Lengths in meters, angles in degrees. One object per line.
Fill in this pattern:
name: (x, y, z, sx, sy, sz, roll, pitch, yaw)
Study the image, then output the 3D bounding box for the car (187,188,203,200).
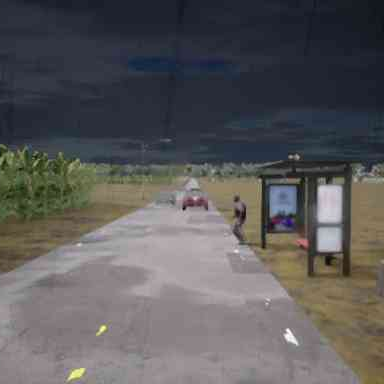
car: (0.431, 0.172, 45.952, 2.128, 1.511, 4.902, 0, 2, 1)

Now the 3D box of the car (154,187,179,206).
car: (-2.589, 0.538, 33.398, 1.837, 1.490, 4.892, 0, 2, 1)

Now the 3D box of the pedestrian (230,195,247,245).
pedestrian: (1.643, 0.946, 11.690, 0.375, 1.860, 0.375, 0, 2, 0)

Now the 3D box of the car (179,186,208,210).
car: (0.285, 0.523, 28.262, 2.097, 1.767, 4.553, 0, 2, 1)

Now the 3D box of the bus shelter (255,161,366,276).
bus shelter: (3.203, 0.581, 9.906, 1.920, 2.740, 3.880, 0, 2, 0)
